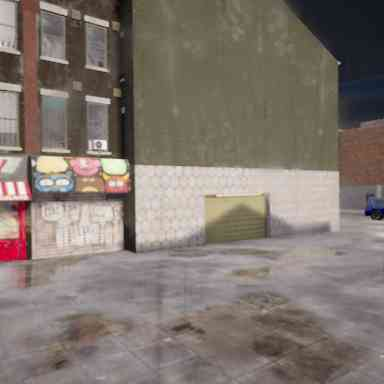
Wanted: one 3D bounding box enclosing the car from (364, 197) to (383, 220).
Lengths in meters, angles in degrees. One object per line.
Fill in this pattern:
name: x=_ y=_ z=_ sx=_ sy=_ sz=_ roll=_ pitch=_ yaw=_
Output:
car: x=17.440 y=1.448 z=27.793 sx=2.150 sy=2.045 sz=5.566 roll=-1 pitch=0 yaw=-35
